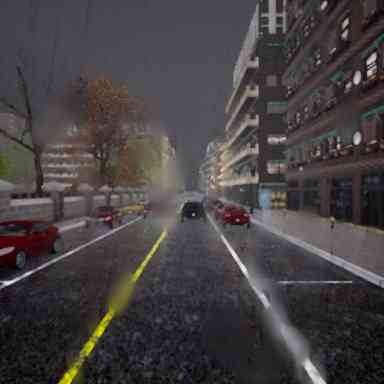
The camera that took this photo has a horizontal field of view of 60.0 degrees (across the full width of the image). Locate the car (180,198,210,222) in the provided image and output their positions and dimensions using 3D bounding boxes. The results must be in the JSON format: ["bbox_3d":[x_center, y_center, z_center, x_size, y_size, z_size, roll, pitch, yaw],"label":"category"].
[{"bbox_3d":[0.117,1.472,25.851,1.882,1.535,5.008,0,-1,0],"label":"car"}]

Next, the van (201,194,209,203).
[{"bbox_3d":[2.737,1.343,71.768,1.690,1.788,3.998,0,0,0],"label":"van"}]

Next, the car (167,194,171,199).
[{"bbox_3d":[-5.651,1.314,60.702,2.192,1.841,5.009,0,0,0],"label":"car"}]

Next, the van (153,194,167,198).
[{"bbox_3d":[-5.655,1.339,55.167,1.690,1.788,3.998,0,0,0],"label":"van"}]

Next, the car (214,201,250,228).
[{"bbox_3d":[2.703,1.539,21.951,1.887,1.381,4.507,0,0,0],"label":"car"}]

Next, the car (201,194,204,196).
[{"bbox_3d":[2.735,1.566,66.232,1.947,1.339,4.313,0,0,0],"label":"car"}]

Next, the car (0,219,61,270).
[{"bbox_3d":[-5.685,1.579,10.886,1.802,1.307,4.206,0,0,0],"label":"car"}]

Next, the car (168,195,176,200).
[{"bbox_3d":[-5.626,1.594,93.914,1.802,1.307,4.206,0,0,0],"label":"car"}]

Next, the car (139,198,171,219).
[{"bbox_3d":[-3.073,1.520,28.743,1.812,1.442,4.674,0,0,0],"label":"car"}]

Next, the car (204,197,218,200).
[{"bbox_3d":[2.715,1.560,38.557,1.947,1.339,4.313,0,0,0],"label":"car"}]

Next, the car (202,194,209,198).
[{"bbox_3d":[2.718,1.435,44.091,1.967,1.590,4.097,0,0,0],"label":"car"}]

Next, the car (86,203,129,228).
[{"bbox_3d":[-5.677,1.577,21.957,1.802,1.307,4.206,0,0,0],"label":"car"}]

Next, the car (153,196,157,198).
[{"bbox_3d":[-5.666,1.546,38.562,2.008,1.369,4.403,0,0,0],"label":"car"}]

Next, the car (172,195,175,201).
[{"bbox_3d":[-5.639,1.319,77.308,2.192,1.841,5.009,0,0,0],"label":"car"}]

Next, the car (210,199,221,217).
[{"bbox_3d":[2.707,1.539,27.486,1.887,1.381,4.507,0,0,0],"label":"car"}]

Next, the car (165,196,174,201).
[{"bbox_3d":[-5.634,1.572,82.844,1.947,1.339,4.313,0,0,0],"label":"car"}]

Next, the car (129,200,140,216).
[{"bbox_3d":[-5.670,1.520,32.857,1.752,1.417,4.829,0,0,0],"label":"car"}]
